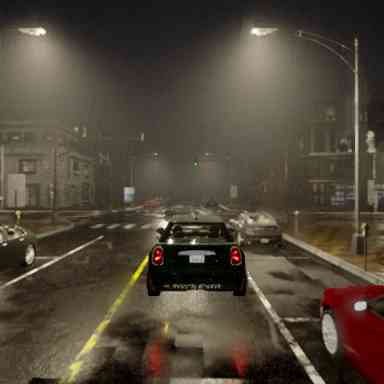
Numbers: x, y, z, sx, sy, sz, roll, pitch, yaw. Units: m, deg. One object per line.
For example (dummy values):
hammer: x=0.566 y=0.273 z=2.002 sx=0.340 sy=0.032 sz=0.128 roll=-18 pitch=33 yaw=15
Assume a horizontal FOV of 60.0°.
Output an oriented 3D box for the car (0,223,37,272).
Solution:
car: x=-5.688 y=1.557 z=8.777 sx=2.008 sy=1.369 sz=4.403 roll=0 pitch=0 yaw=0

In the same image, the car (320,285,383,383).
car: x=2.693 y=1.547 z=3.069 sx=1.887 sy=1.381 sz=4.507 roll=0 pitch=0 yaw=0

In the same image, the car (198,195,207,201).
car: x=2.682 y=1.508 z=85.496 sx=1.967 sy=1.590 sz=4.097 roll=0 pitch=0 yaw=0

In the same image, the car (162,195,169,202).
car: x=-5.696 y=1.593 z=57.898 sx=2.008 sy=1.369 sz=4.403 roll=0 pitch=0 yaw=0

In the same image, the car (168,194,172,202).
car: x=-5.697 y=1.492 z=68.943 sx=1.967 sy=1.590 sz=4.097 roll=0 pitch=0 yaw=0

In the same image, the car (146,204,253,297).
car: x=0.097 y=1.358 z=8.753 sx=2.097 sy=1.767 sz=4.553 roll=0 pitch=0 yaw=0

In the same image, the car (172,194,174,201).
car: x=-5.698 y=1.582 z=74.295 sx=1.752 sy=1.417 sz=4.829 roll=0 pitch=0 yaw=0

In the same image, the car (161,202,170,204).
car: x=-0.804 y=1.618 z=23.713 sx=1.895 sy=1.301 sz=4.718 roll=0 pitch=0 yaw=-13

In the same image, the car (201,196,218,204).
car: x=2.687 y=1.600 z=46.843 sx=1.947 sy=1.339 sz=4.313 roll=0 pitch=0 yaw=0

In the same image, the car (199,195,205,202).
car: x=2.685 y=1.624 z=57.886 sx=1.802 sy=1.307 sz=4.206 roll=0 pitch=0 yaw=0

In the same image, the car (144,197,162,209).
car: x=-5.694 y=1.616 z=46.855 sx=1.802 sy=1.307 sz=4.206 roll=0 pitch=0 yaw=0

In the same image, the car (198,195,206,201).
car: x=2.680 y=1.625 z=91.019 sx=2.008 sy=1.369 sz=4.403 roll=0 pitch=0 yaw=0

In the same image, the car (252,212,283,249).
car: x=2.692 y=1.561 z=14.453 sx=2.008 sy=1.369 sz=4.403 roll=0 pitch=0 yaw=0
